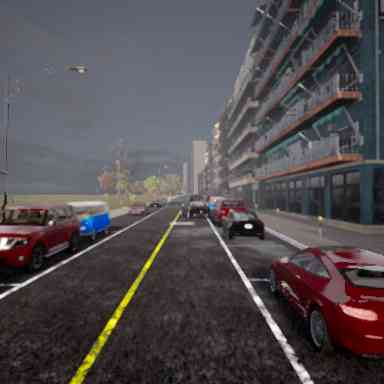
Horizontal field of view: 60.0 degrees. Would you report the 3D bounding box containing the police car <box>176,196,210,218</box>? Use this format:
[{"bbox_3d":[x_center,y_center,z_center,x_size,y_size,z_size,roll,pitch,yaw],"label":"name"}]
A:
[{"bbox_3d":[0.206,1.495,30.760,1.930,1.638,5.238,0,0,-14],"label":"police car"}]

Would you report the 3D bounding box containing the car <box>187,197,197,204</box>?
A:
[{"bbox_3d":[-0.002,1.702,67.520,2.033,1.411,5.357,0,0,0],"label":"car"}]

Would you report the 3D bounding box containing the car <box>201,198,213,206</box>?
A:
[{"bbox_3d":[2.572,1.711,56.825,1.802,1.307,4.206,1,0,0],"label":"car"}]

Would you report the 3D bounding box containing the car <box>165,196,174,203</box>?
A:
[{"bbox_3d":[-5.309,1.707,78.732,1.752,1.417,4.829,1,0,0],"label":"car"}]

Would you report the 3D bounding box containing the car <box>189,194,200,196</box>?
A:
[{"bbox_3d":[0.380,1.326,46.847,2.150,2.045,5.566,0,0,-5],"label":"car"}]

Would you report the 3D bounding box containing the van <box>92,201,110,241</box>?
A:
[{"bbox_3d":[-5.305,1.379,16.707,1.690,1.788,3.998,1,0,0],"label":"van"}]

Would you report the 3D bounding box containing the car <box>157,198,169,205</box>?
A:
[{"bbox_3d":[-5.309,1.723,61.939,1.802,1.307,4.206,1,0,0],"label":"car"}]

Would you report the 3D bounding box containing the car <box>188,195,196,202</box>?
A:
[{"bbox_3d":[-0.002,1.588,82.522,1.812,1.442,4.674,0,0,0],"label":"car"}]

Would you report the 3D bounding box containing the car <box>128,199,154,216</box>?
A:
[{"bbox_3d":[-5.308,1.658,33.669,1.802,1.307,4.206,1,0,0],"label":"car"}]

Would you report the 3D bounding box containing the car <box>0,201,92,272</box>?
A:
[{"bbox_3d":[-5.304,1.340,11.053,2.192,1.841,5.009,1,0,0],"label":"car"}]

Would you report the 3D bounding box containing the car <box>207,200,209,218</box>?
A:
[{"bbox_3d":[2.573,1.631,28.520,1.947,1.339,4.313,1,0,0],"label":"car"}]

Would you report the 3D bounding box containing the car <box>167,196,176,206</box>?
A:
[{"bbox_3d":[-2.807,1.695,57.906,1.994,1.385,4.181,0,0,0],"label":"car"}]

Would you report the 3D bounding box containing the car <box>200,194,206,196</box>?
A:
[{"bbox_3d":[2.575,1.418,45.504,2.192,1.841,5.009,1,0,0],"label":"car"}]

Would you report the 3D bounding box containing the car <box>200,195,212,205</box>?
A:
[{"bbox_3d":[2.574,1.458,62.486,2.192,1.841,5.009,1,0,0],"label":"car"}]

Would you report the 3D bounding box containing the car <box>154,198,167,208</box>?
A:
[{"bbox_3d":[-5.308,1.681,50.631,1.947,1.339,4.313,1,0,0],"label":"car"}]

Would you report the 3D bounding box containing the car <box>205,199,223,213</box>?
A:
[{"bbox_3d":[2.573,1.616,40.012,1.752,1.417,4.829,1,0,0],"label":"car"}]

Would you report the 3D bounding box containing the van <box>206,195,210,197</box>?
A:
[{"bbox_3d":[2.575,1.419,34.181,1.690,1.788,3.998,1,0,0],"label":"van"}]

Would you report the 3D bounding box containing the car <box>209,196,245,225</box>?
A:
[{"bbox_3d":[2.576,1.367,22.859,2.192,1.841,5.009,1,0,0],"label":"car"}]

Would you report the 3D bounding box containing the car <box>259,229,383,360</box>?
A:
[{"bbox_3d":[2.573,1.596,5.875,1.802,1.307,4.206,1,0,0],"label":"car"}]

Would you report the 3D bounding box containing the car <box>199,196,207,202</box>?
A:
[{"bbox_3d":[2.572,1.709,79.639,1.752,1.417,4.829,1,0,0],"label":"car"}]

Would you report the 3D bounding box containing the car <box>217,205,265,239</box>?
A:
[{"bbox_3d":[2.573,1.605,17.197,1.947,1.339,4.313,1,0,0],"label":"car"}]
